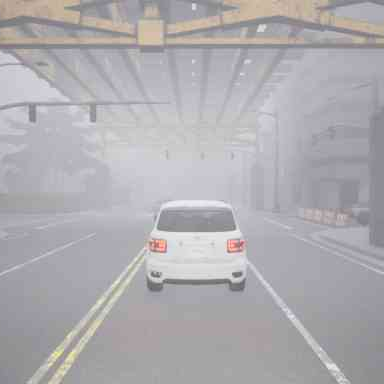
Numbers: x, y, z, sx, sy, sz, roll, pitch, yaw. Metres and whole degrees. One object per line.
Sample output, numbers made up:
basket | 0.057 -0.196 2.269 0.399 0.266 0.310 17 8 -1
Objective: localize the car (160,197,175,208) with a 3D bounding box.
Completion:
car | -3.551 1.526 49.064 1.812 1.442 4.674 0 0 0

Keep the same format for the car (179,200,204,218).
car | 0.035 1.526 31.526 1.812 1.442 4.674 1 0 8

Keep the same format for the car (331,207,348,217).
car | 13.656 1.295 26.292 4.536 1.218 1.853 0 0 25

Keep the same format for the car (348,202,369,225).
car | 13.279 1.453 22.155 4.974 1.542 2.038 0 0 -20

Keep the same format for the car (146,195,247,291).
car | 0.086 1.221 9.111 2.150 2.045 5.566 0 0 0

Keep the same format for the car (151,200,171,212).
car | -3.567 1.601 39.116 1.895 1.301 4.718 0 0 0
